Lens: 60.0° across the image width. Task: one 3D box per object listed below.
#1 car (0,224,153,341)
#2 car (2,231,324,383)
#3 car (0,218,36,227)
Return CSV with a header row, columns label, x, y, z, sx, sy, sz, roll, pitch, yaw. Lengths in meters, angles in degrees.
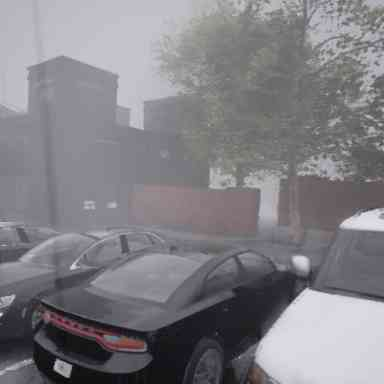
label,x,y,z,sx,sy,sz,roll,pitch,yaw
car,-2.037,1.489,6.746,2.231,1.521,4.892,0,0,36
car,0.228,1.484,5.113,2.097,1.535,5.008,0,0,36
car,-4.419,1.493,8.432,2.231,1.521,4.892,0,0,36
